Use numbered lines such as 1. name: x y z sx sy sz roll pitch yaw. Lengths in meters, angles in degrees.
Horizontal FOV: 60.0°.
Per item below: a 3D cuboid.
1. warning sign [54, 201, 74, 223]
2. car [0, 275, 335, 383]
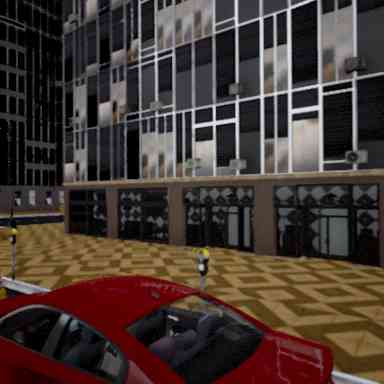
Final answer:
1. warning sign: -10.989 1.698 28.623 1.300 1.860 1.060 1 0 33
2. car: -0.927 1.570 3.383 4.507 1.381 1.887 -1 0 36
